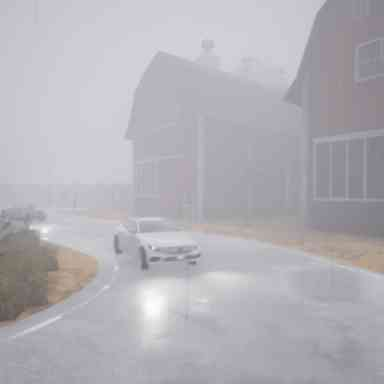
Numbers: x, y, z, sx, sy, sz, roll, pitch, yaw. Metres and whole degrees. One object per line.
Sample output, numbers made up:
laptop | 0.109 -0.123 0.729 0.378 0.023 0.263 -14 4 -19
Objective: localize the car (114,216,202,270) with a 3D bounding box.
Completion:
car | -1.400 1.586 11.595 1.812 1.442 4.674 1 0 -28

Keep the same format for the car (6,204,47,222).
car | -12.781 1.608 25.648 1.895 1.301 4.718 1 0 -41
